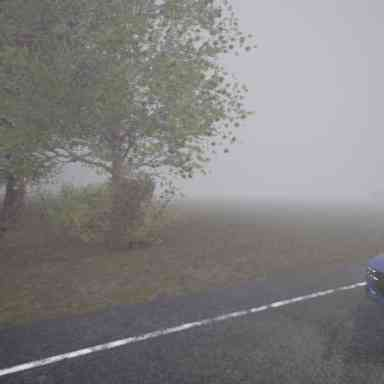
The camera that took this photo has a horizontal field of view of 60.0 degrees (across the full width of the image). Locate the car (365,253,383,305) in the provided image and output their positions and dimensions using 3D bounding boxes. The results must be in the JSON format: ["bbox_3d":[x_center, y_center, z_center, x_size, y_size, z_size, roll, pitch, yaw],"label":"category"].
[{"bbox_3d":[5.659,1.476,6.892,5.008,1.535,1.882,0,0,-32],"label":"car"}]
